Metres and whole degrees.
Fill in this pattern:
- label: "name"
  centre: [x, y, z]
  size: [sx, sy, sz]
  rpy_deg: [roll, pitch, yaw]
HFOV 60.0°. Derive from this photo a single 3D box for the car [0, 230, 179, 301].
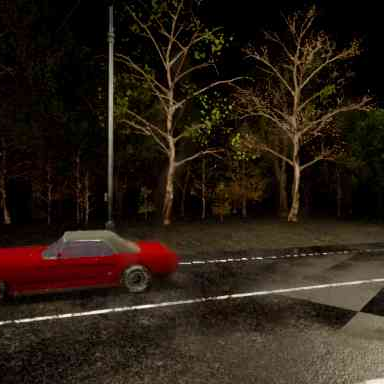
- label: "car"
  centre: [-2.808, 1.601, 7.749]
  size: [4.718, 1.301, 1.895]
  rpy_deg: [0, 0, -19]
